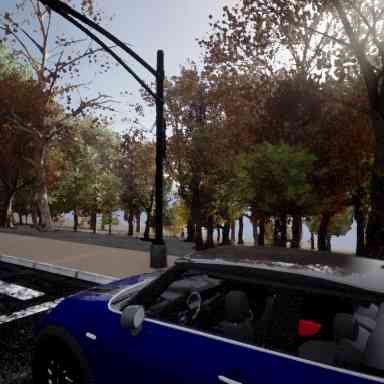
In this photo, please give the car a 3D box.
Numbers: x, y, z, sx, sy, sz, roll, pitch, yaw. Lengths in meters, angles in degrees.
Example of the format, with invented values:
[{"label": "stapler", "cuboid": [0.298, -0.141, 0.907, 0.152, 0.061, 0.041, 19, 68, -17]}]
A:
[{"label": "car", "cuboid": [0.409, 1.352, 3.364, 4.553, 1.767, 2.097, 0, 0, 34]}]
